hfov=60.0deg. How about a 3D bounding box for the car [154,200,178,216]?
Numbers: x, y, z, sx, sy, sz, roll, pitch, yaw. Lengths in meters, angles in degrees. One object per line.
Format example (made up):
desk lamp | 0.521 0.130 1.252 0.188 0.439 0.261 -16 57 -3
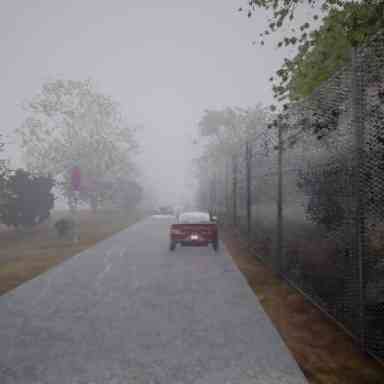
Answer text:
car | -2.933 1.813 36.138 1.994 1.385 4.181 0 -1 0

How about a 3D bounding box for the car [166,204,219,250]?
car | 0.085 1.503 14.562 1.882 1.535 5.008 0 0 0

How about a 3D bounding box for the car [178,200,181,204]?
car | -3.165 2.520 76.893 2.128 1.511 4.902 0 -2 -1

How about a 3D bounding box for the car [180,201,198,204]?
car | 0.015 1.794 34.936 1.994 1.385 4.181 0 -1 0
